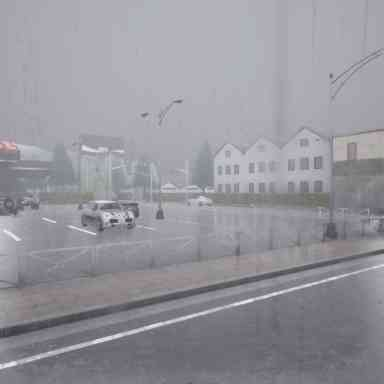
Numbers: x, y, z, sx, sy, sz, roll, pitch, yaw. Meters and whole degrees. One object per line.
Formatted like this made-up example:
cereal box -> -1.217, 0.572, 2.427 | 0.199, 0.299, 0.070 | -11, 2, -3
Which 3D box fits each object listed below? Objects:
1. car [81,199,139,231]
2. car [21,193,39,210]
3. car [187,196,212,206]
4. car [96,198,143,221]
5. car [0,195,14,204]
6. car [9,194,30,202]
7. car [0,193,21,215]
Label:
car -> -4.667, 1.248, 18.340 | 1.970, 1.475, 3.806 | 0, 0, -36
car -> -19.144, 1.092, 38.634 | 1.905, 1.878, 3.866 | 0, 0, -36
car -> 1.158, 1.349, 49.294 | 1.812, 1.442, 4.674 | 0, 0, -35
car -> -5.781, 1.313, 26.205 | 2.007, 1.523, 4.514 | 0, 0, -36
car -> -38.452, 1.495, 66.625 | 4.611, 1.667, 2.242 | 0, 0, -36
car -> -38.211, 1.328, 73.753 | 3.866, 1.878, 1.905 | 0, 0, -36
car -> -17.247, 1.113, 30.321 | 1.932, 1.855, 4.605 | 0, 0, -36
